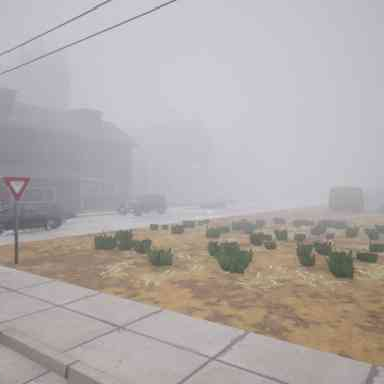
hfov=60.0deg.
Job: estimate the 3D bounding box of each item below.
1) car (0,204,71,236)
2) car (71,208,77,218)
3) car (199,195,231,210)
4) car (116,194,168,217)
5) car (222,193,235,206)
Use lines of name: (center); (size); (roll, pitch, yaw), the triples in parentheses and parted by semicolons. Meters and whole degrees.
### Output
car: (-9.546, 1.464, 18.165); (2.128, 1.511, 4.902); (0, 0, 34)
car: (-10.726, 1.521, 23.115); (2.033, 1.411, 5.357); (0, 0, 35)
car: (2.752, 1.499, 42.522); (1.812, 1.442, 4.674); (0, 0, 35)
car: (-4.656, 1.193, 31.878); (2.150, 2.045, 5.566); (0, 0, 35)
car: (5.758, 1.118, 54.091); (1.905, 1.878, 3.866); (6, 1, -8)
